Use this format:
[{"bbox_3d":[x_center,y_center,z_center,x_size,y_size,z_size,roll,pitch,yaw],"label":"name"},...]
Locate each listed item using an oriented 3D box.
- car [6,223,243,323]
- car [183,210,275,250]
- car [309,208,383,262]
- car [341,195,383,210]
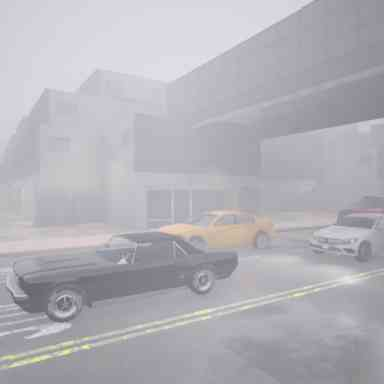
[{"bbox_3d":[-1.360,1.601,7.271,4.718,1.301,1.895,0,0,-33],"label":"car"},{"bbox_3d":[1.001,1.477,12.930,5.008,1.535,1.882,0,0,-33],"label":"car"},{"bbox_3d":[6.355,1.525,12.194,4.674,1.442,1.812,0,0,-32],"label":"car"},{"bbox_3d":[10.757,1.221,19.152,5.566,2.045,2.150,0,0,-32],"label":"car"}]
